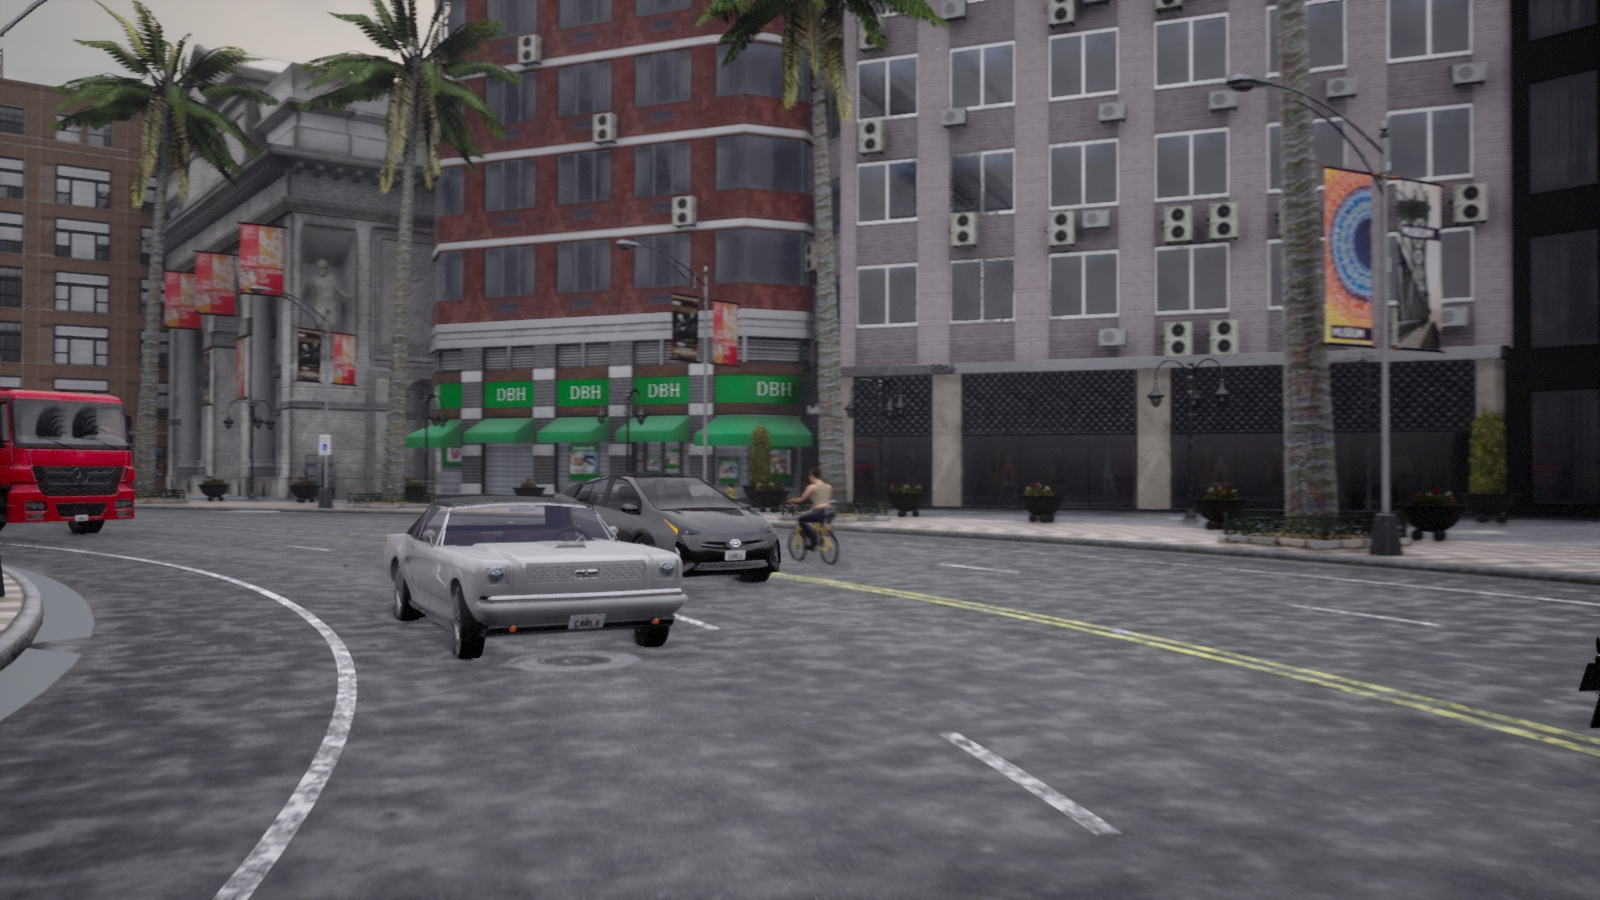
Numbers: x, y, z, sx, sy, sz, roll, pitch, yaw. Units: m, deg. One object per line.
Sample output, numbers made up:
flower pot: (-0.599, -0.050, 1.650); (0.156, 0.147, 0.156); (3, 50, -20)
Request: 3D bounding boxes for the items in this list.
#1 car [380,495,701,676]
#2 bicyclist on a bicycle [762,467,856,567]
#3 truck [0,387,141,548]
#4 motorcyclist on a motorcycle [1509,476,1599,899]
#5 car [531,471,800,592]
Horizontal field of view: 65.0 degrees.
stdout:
car: (-2.741, 1.135, 12.233); (1.895, 1.301, 4.718); (0, -1, -27)
bicyclist on a bicycle: (0.136, 1.106, 21.234); (0.866, 1.612, 1.509); (0, -1, -34)
truck: (-19.791, 0.445, 30.234); (7.936, 3.462, 2.891); (-1, -1, 27)
motorcyclist on a motorcycle: (3.296, 0.845, 3.893); (0.797, 1.523, 2.044); (-1, -1, -8)
car: (-2.101, 1.079, 18.299); (2.007, 1.525, 4.514); (0, -1, -34)
